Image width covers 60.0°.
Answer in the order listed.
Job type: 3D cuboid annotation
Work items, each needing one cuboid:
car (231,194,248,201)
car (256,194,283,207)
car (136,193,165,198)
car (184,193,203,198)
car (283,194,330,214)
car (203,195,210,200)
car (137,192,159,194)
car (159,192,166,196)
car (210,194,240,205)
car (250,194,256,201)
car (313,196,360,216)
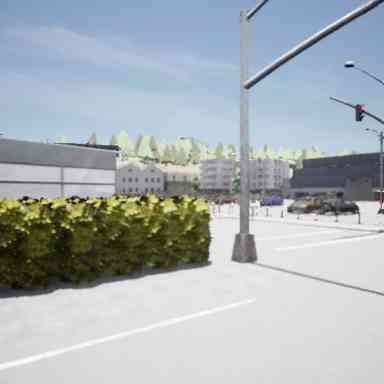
[{"bbox_3d":[11.326,1.285,79.160,3.806,1.475,1.970,0,0,-35],"label":"car"},{"bbox_3d":[11.489,1.354,47.867,3.633,1.501,1.845,0,0,-35],"label":"car"},{"bbox_3d":[-7.694,1.393,61.796,3.806,1.475,1.970,0,0,-35],"label":"car"},{"bbox_3d":[-0.769,1.136,66.690,4.605,1.855,1.932,0,0,-35],"label":"car"},{"bbox_3d":[11.996,1.357,33.762,5.027,1.636,2.152,0,0,-35],"label":"car"},{"bbox_3d":[3.451,1.345,78.118,4.514,1.523,2.007,0,0,-35],"label":"car"},{"bbox_3d":[-9.100,1.110,64.870,3.866,1.878,1.905,0,0,-35],"label":"car"},{"bbox_3d":[-9.723,1.082,92.003,5.566,2.045,2.150,0,0,-35],"label":"car"},{"bbox_3d":[5.792,1.334,56.078,4.514,1.523,2.007,0,0,-35],"label":"car"},{"bbox_3d":[15.271,1.205,74.089,5.027,1.636,2.152,0,0,-35],"label":"car"},{"bbox_3d":[13.838,1.366,31.223,4.514,1.523,2.007,0,0,-35],"label":"car"}]
